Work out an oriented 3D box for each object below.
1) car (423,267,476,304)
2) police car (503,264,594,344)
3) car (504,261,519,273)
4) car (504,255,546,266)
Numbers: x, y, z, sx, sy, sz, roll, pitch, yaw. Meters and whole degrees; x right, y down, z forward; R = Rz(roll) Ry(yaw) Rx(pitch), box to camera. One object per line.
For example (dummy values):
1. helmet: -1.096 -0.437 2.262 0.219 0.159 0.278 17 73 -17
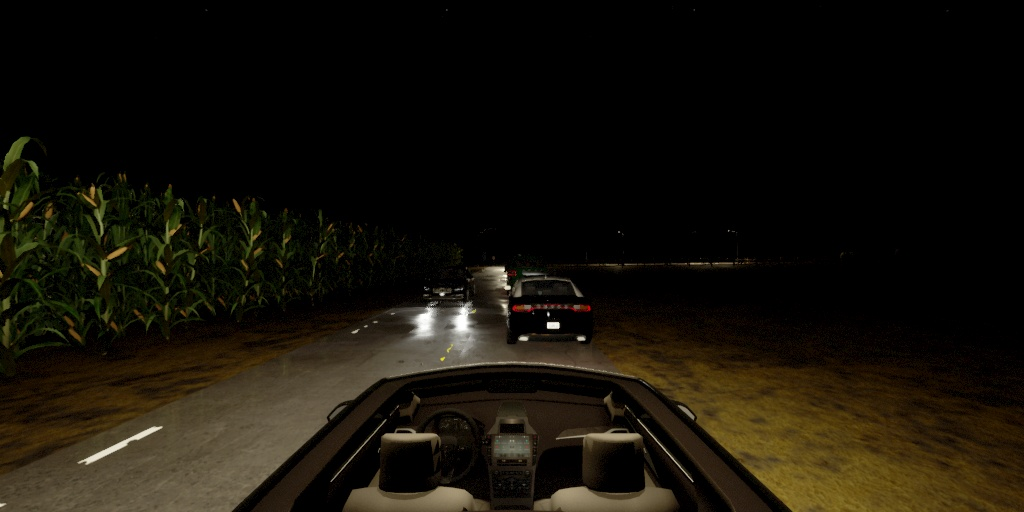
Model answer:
1. car: -2.763 1.269 16.582 1.837 1.490 4.892 0 0 0
2. police car: 0.817 1.180 9.709 1.930 1.638 5.238 0 0 0
3. car: -0.021 1.401 46.783 1.812 1.442 4.674 0 0 0
4. car: 0.807 0.996 19.631 2.150 2.045 5.566 0 0 0
